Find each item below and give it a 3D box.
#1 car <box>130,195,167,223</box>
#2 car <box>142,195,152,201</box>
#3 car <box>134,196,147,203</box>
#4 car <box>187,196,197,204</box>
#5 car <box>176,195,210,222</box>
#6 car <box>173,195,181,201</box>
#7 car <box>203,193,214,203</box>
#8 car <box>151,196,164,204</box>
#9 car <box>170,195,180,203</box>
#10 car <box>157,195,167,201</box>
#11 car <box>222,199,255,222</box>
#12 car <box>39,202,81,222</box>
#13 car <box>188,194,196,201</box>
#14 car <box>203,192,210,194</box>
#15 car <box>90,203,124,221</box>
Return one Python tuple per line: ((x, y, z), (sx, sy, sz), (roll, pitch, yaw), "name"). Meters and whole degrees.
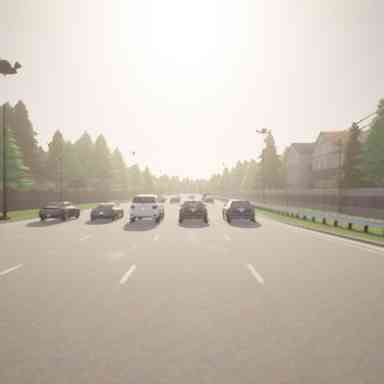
((-3.403, 1.232, 25.960), (2.150, 2.045, 5.566), (0, 0, 0), "car")
((-10.506, 1.388, 78.119), (1.812, 1.442, 4.674), (0, 0, 0), "car")
((-10.505, 1.547, 68.116), (1.812, 1.442, 4.674), (0, 0, 0), "car")
((-0.005, 1.572, 67.700), (2.033, 1.411, 5.357), (0, 0, 0), "car")
((0.098, 1.363, 26.309), (2.097, 1.767, 4.553), (0, 0, 0), "car")
((-3.506, 1.365, 78.120), (1.837, 1.490, 4.892), (0, 0, 0), "car")
((3.495, 1.527, 67.700), (1.837, 1.490, 4.892), (0, 0, 0), "car")
((-7.005, 1.569, 67.700), (2.033, 1.411, 5.357), (0, 0, 0), "car")
((-3.505, 1.527, 67.700), (1.837, 1.490, 4.892), (0, 0, 0), "car")
((-7.006, 1.389, 78.120), (1.812, 1.442, 4.674), (0, 0, 0), "car")
((3.598, 1.363, 26.301), (2.097, 1.767, 4.553), (0, 0, 0), "car")
((-10.402, 1.502, 26.539), (2.128, 1.511, 4.902), (0, 0, 0), "car")
((-0.006, 1.343, 78.120), (1.882, 1.535, 5.008), (0, 0, 0), "car")
((3.494, 1.090, 78.151), (2.150, 2.045, 5.566), (0, 0, 0), "car")
((-6.904, 1.575, 27.432), (1.994, 1.385, 4.181), (0, 0, 0), "car")
